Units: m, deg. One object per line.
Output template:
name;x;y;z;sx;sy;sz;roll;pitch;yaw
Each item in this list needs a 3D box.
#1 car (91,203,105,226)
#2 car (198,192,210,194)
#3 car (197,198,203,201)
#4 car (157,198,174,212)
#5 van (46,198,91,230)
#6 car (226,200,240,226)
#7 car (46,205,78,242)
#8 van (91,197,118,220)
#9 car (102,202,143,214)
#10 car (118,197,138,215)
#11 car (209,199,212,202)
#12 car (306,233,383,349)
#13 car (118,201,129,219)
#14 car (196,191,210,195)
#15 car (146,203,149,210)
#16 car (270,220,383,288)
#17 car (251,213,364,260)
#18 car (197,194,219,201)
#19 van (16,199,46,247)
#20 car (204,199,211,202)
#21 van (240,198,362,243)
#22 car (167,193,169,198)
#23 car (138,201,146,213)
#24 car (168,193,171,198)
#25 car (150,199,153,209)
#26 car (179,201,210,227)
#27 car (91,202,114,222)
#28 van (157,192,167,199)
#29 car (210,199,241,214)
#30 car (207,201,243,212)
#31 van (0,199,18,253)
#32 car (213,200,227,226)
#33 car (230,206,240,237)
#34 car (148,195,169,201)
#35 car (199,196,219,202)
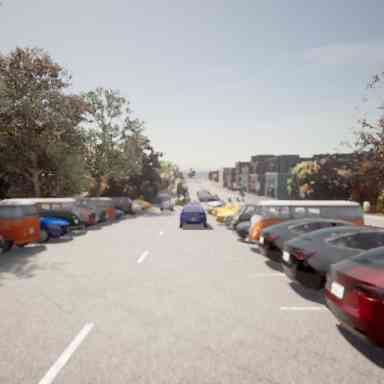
car;-8.582;1.661;21.805;4.792;1.488;2.163;0;0;0
car;4.202;1.575;82.121;4.553;1.767;2.185;0;0;0
car;0.075;1.915;41.911;1.882;1.535;5.008;0;-1;0
car;-3.576;2.019;47.756;2.128;1.511;4.902;0;-1;0
van;-8.443;1.382;19.055;4.442;1.987;1.878;0;-1;0
car;4.497;1.481;18.983;4.553;1.767;2.185;0;0;0
car;-8.555;1.587;16.267;5.008;1.535;2.097;0;0;0
van;-8.673;1.471;27.218;4.442;1.987;1.878;0;-1;0
car;-8.561;1.947;41.186;4.674;1.452;2.002;0;-1;0
car;-8.588;1.529;32.882;5.566;2.045;2.435;0;-1;0
car;4.512;1.823;35.629;4.892;1.521;2.231;0;-1;0
car;4.565;1.543;5.104;4.792;1.488;2.163;0;0;0
car;-8.530;1.768;30.108;4.792;1.488;2.163;0;-1;0
car;4.206;1.468;87.693;5.566;2.045;2.435;0;0;0
car;-8.536;1.978;43.956;4.792;1.488;2.163;0;-1;0
car;4.564;1.561;7.880;4.792;1.488;2.163;0;0;0
car;4.562;1.580;10.656;4.792;1.488;2.163;0;0;0
car;4.261;1.687;76.550;4.792;1.488;2.163;0;0;0
van;-8.665;1.343;13.499;4.442;1.987;1.878;0;0;0
car;4.332;1.861;38.405;5.366;1.575;1.946;0;-1;0
van;4.415;1.342;13.434;4.442;1.987;1.878;0;0;0
car;-8.875;1.744;84.841;4.792;1.488;2.163;0;0;0
car;-8.377;1.862;38.417;5.366;1.575;1.946;0;-1;0
car;-9.031;1.716;87.633;5.366;1.575;1.946;0;0;0
car;-8.564;2.031;49.373;5.008;1.535;2.097;0;-1;0
car;0.086;1.656;24.298;1.882;1.535;5.008;0;0;0
car;-8.584;1.690;24.444;4.792;1.488;2.163;0;-1;0
van;-8.721;1.433;76.473;4.442;1.987;1.878;1;0;0
car;4.706;1.776;32.854;5.366;1.575;1.946;0;-1;0
car;4.542;2.020;46.733;4.792;1.488;2.163;0;-1;0
van;-8.430;1.325;10.729;4.442;1.987;1.878;0;0;0
car;4.709;1.693;27.181;5.366;1.575;1.946;0;-1;0
car;4.500;1.616;16.209;4.792;1.488;2.163;0;0;0
car;-9.030;1.712;90.429;5.366;1.575;1.946;0;0;0
car;4.239;1.715;84.900;5.008;1.535;2.097;0;0;0
